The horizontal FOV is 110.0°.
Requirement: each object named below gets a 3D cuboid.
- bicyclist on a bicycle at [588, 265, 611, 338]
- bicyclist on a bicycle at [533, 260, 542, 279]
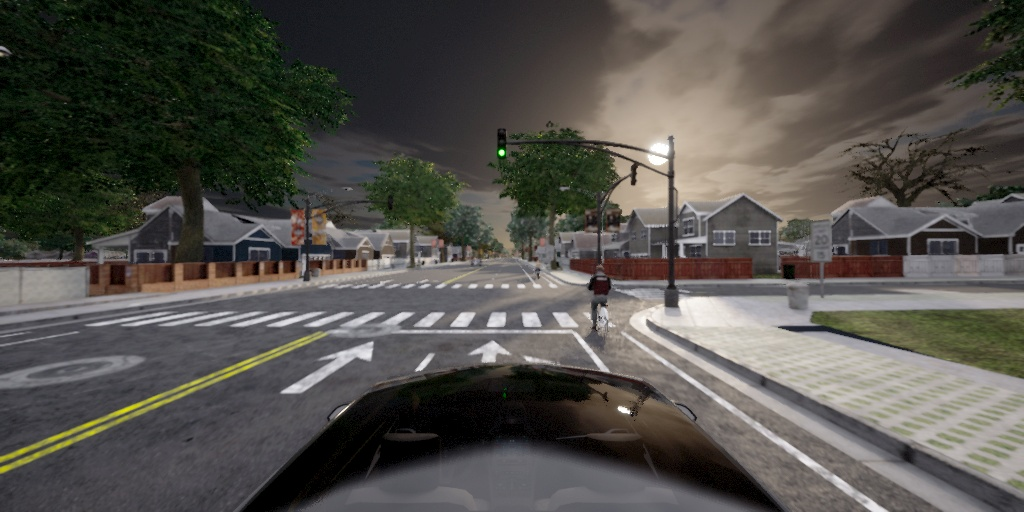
[{"bbox_3d":[2.246,1.119,9.344,0.659,1.776,1.843,0,0,0],"label":"bicyclist on a bicycle"},{"bbox_3d":[2.272,1.172,31.368,0.866,1.612,1.509,0,0,0],"label":"bicyclist on a bicycle"}]
